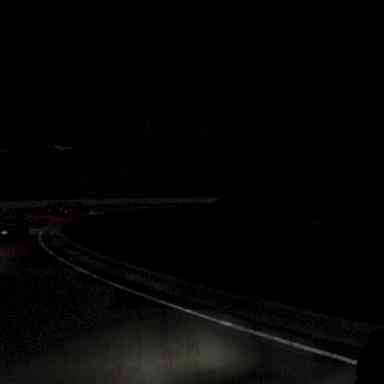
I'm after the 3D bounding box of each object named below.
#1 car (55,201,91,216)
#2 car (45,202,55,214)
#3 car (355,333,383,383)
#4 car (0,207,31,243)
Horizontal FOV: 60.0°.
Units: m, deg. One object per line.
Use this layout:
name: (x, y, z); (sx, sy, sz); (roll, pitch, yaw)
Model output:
car: (-12.696, 1.812, 36.166); (1.812, 1.442, 4.674); (0, 0, 3)
car: (-15.713, 1.845, 39.715); (1.812, 1.442, 4.674); (0, 0, 8)
car: (3.550, 1.479, 1.608); (5.008, 1.535, 1.882); (0, 0, 34)
car: (-9.155, 1.619, 16.530); (1.882, 1.535, 5.008); (0, 0, -27)
